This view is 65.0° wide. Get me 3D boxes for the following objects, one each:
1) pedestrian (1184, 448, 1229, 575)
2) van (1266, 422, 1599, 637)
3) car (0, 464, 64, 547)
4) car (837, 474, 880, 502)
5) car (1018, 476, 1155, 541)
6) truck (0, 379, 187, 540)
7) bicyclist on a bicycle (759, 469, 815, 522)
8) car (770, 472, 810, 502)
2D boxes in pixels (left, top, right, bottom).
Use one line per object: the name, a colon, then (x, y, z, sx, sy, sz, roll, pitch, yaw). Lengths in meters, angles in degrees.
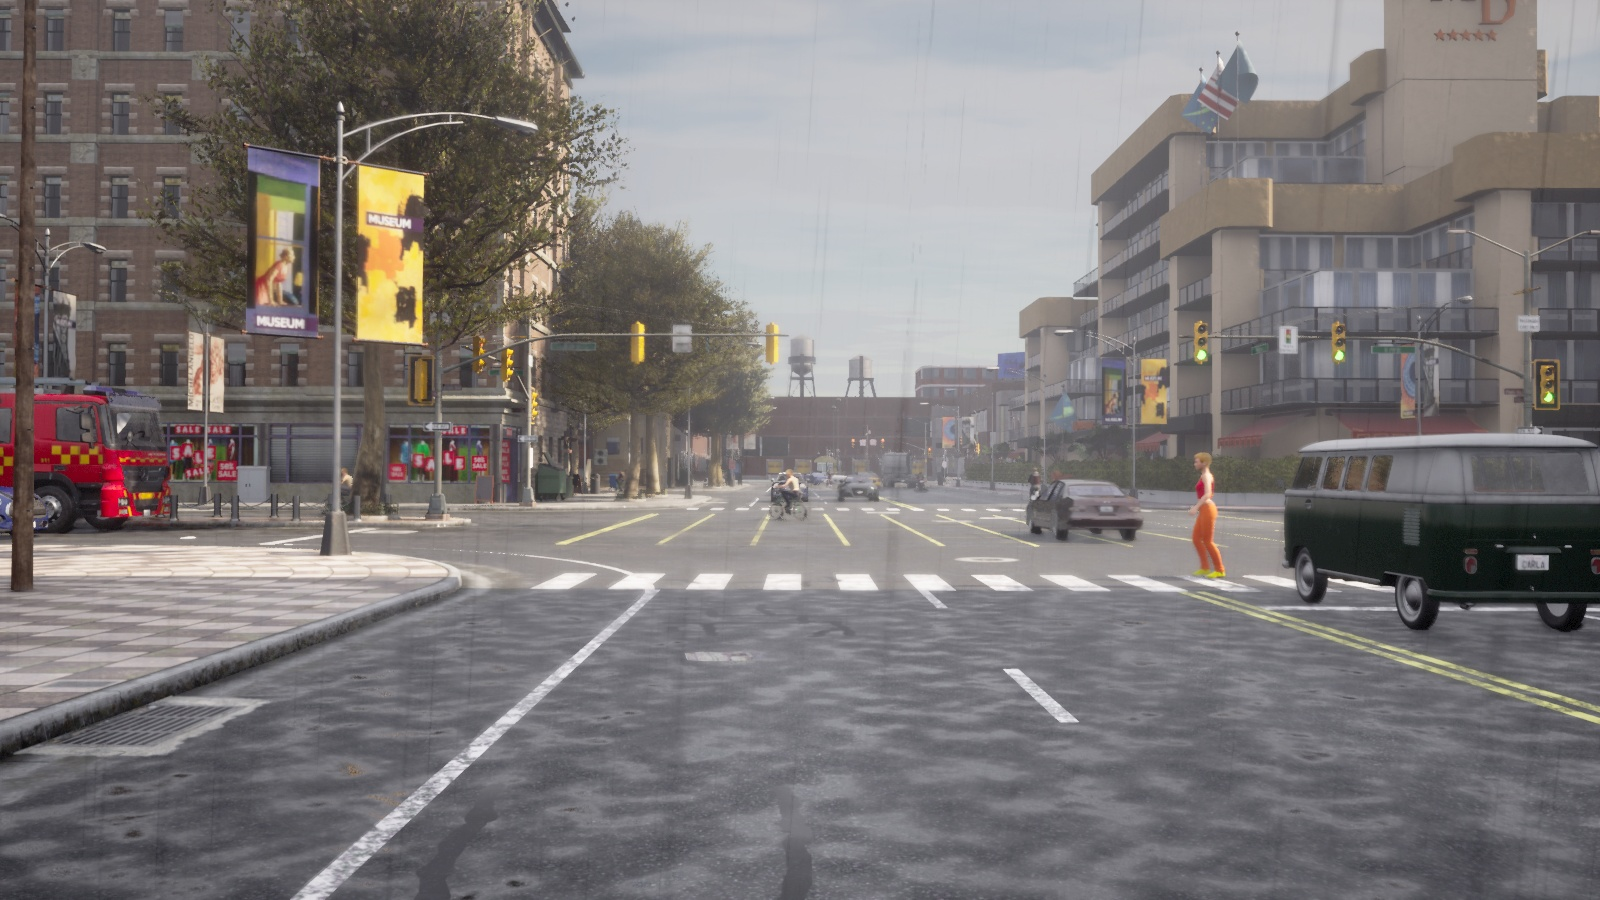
pedestrian: (5.916, 0.888, 18.288, 0.594, 1.836, 0.345, -1, -1, 16)
van: (6.896, 0.773, 13.887, 1.775, 1.987, 4.442, 0, -1, 0)
car: (-19.190, 1.215, 27.790, 4.553, 1.767, 2.097, 0, -1, 1)
car: (2.995, 1.956, 65.030, 1.994, 1.385, 4.181, 0, -1, -1)
car: (6.769, 1.343, 30.342, 2.033, 1.411, 5.357, 0, -1, 0)
truck: (-20.230, 0.255, 31.284, 8.468, 3.827, 2.891, 0, -1, 0)
bicyclist on a bicycle: (-0.421, 1.416, 39.569, 1.509, 1.612, 0.866, -1, 0, 38)
car: (-0.490, 1.848, 63.661, 1.970, 1.475, 3.806, 0, -1, 0)
